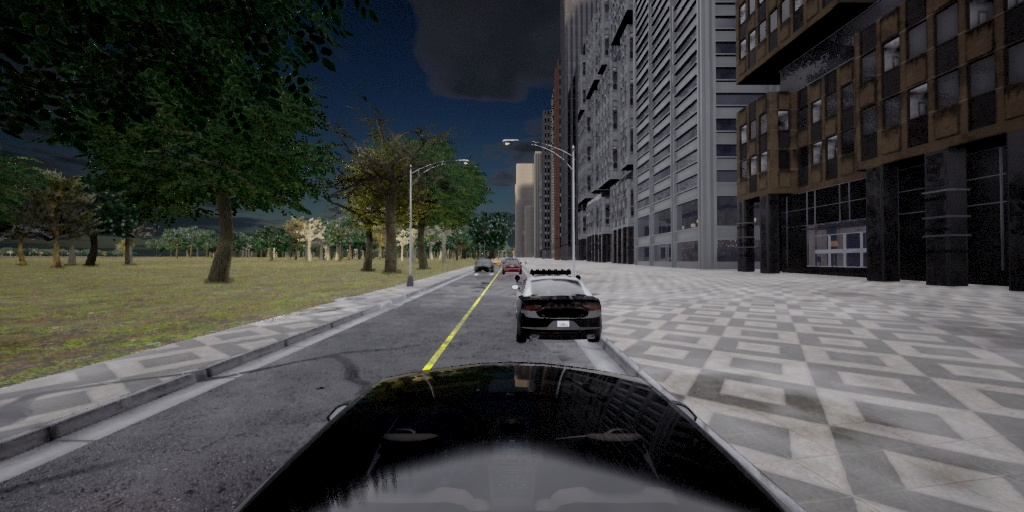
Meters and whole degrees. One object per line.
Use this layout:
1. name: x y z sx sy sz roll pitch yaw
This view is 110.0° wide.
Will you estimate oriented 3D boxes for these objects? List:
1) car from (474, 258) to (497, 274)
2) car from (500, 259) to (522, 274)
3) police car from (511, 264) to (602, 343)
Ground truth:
1. car: -3.162 1.060 41.177 2.097 1.767 4.553 0 0 0
2. car: 0.018 1.063 39.647 2.097 1.767 4.553 0 0 0
3. police car: 1.038 1.174 9.859 1.930 1.638 5.238 0 0 0
